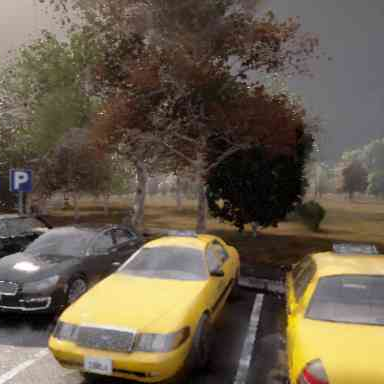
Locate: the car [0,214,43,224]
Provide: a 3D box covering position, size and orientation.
[{"bbox_3d":[-5.091,1.422,9.631,2.185,1.767,4.553,0,-1,15],"label":"car"}]

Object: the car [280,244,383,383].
[{"bbox_3d":[2.248,1.491,4.694,1.946,1.575,5.366,0,-1,15],"label":"car"}]

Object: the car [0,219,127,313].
[{"bbox_3d":[-2.645,1.532,7.958,2.231,1.521,4.892,0,-1,15],"label":"car"}]

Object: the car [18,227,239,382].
[{"bbox_3d":[-0.269,1.507,6.057,1.946,1.575,5.366,0,-1,15],"label":"car"}]
